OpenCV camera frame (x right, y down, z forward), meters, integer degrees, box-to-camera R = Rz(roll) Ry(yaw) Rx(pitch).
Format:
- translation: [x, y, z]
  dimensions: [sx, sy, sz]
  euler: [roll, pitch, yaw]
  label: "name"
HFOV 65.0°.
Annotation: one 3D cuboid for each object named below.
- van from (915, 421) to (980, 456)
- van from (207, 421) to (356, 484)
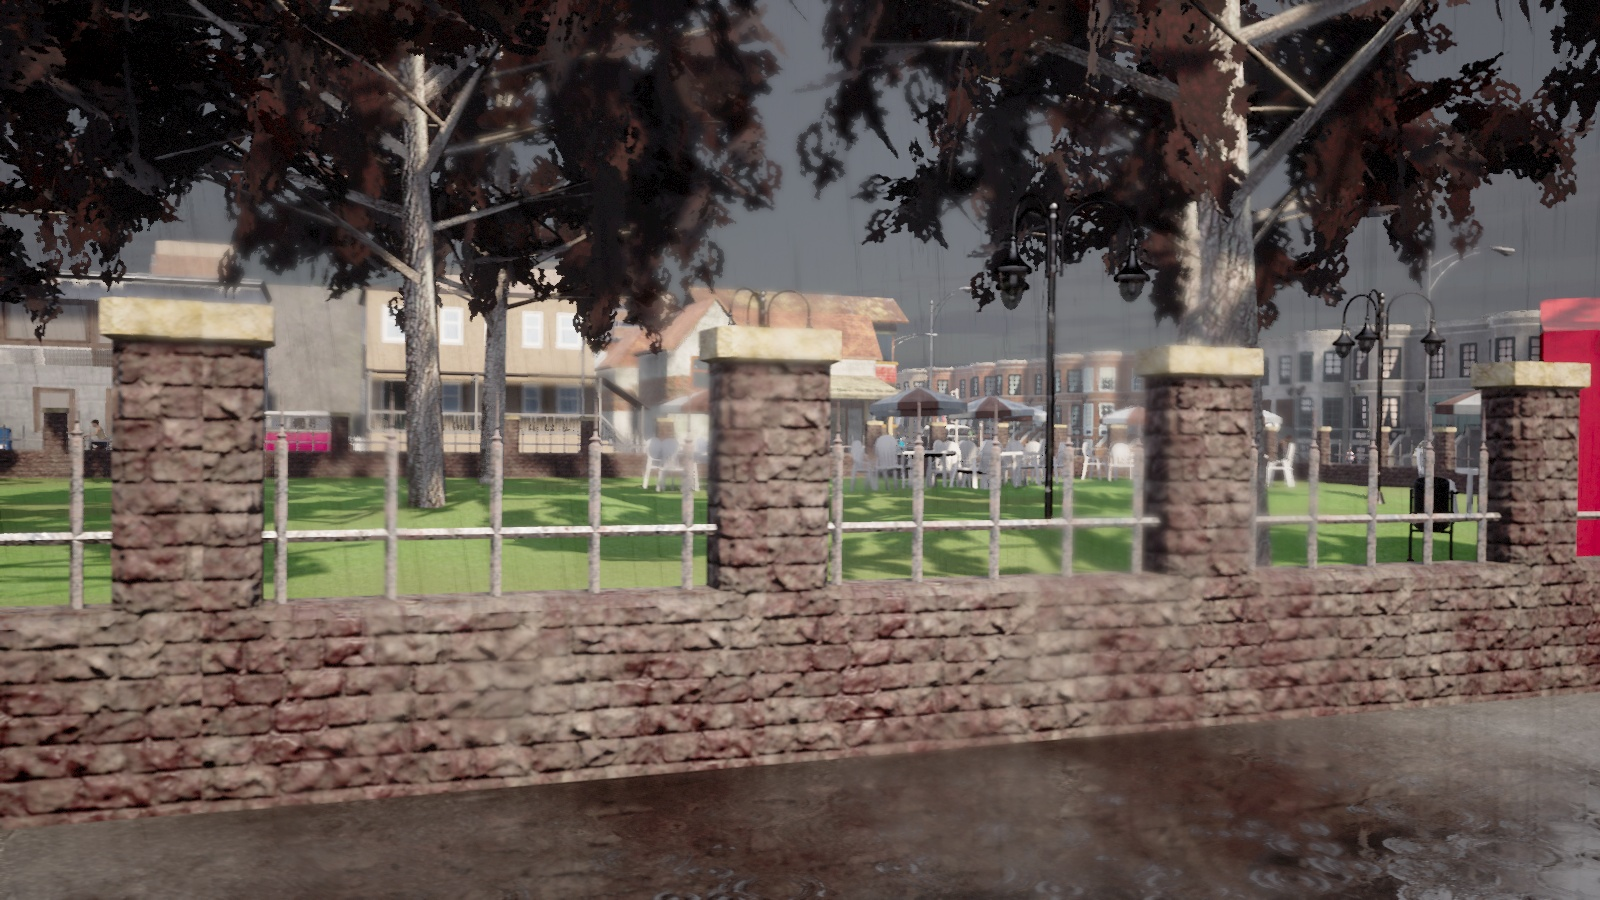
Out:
- translation: [8.925, -0.710, 76.188]
  dimensions: [2.069, 2.038, 4.480]
  euler: [-1, 1, -21]
  label: "van"
- translation: [-17.036, 0.059, 41.447]
  dimensions: [4.442, 1.987, 1.775]
  euler: [-1, 1, -21]
  label: "van"
